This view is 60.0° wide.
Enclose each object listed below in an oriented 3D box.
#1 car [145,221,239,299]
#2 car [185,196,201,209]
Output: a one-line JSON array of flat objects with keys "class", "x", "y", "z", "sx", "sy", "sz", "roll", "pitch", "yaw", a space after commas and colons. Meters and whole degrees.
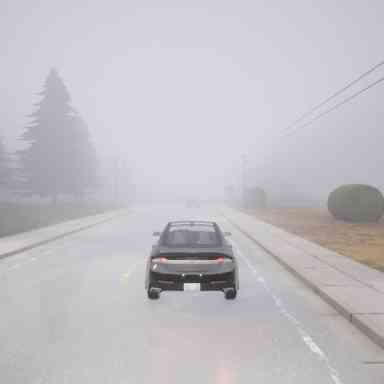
[{"class": "car", "x": 0.002, "y": 1.466, "z": 8.348, "sx": 2.128, "sy": 1.511, "sz": 4.902, "roll": 0, "pitch": 0, "yaw": 0}, {"class": "car", "x": 0.085, "y": 1.341, "z": 43.277, "sx": 1.837, "sy": 1.490, "sz": 4.892, "roll": 0, "pitch": 0, "yaw": 0}]
